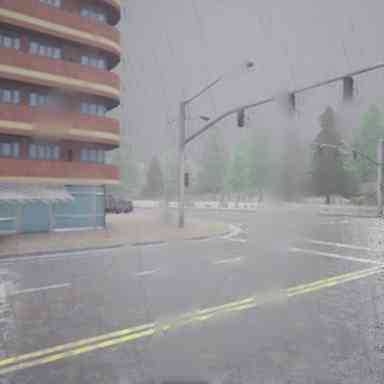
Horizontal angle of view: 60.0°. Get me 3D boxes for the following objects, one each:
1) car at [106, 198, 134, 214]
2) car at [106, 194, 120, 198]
[{"bbox_3d":[-8.333,1.617,34.934,4.181,1.385,1.994,0,0,22],"label":"car"},{"bbox_3d":[-9.615,1.286,39.243,5.566,2.045,2.150,0,-1,18],"label":"car"}]
